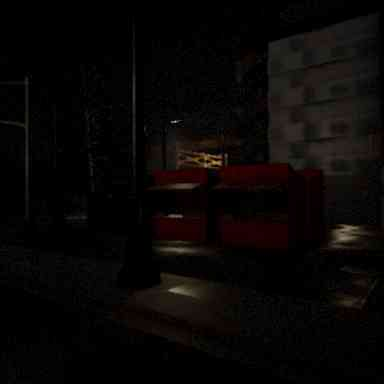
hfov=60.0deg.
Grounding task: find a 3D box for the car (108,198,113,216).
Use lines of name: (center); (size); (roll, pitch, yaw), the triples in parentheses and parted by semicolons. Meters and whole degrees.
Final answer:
car: (-7.919, 1.407, 33.186); (2.097, 1.767, 4.553); (-1, -1, 36)
